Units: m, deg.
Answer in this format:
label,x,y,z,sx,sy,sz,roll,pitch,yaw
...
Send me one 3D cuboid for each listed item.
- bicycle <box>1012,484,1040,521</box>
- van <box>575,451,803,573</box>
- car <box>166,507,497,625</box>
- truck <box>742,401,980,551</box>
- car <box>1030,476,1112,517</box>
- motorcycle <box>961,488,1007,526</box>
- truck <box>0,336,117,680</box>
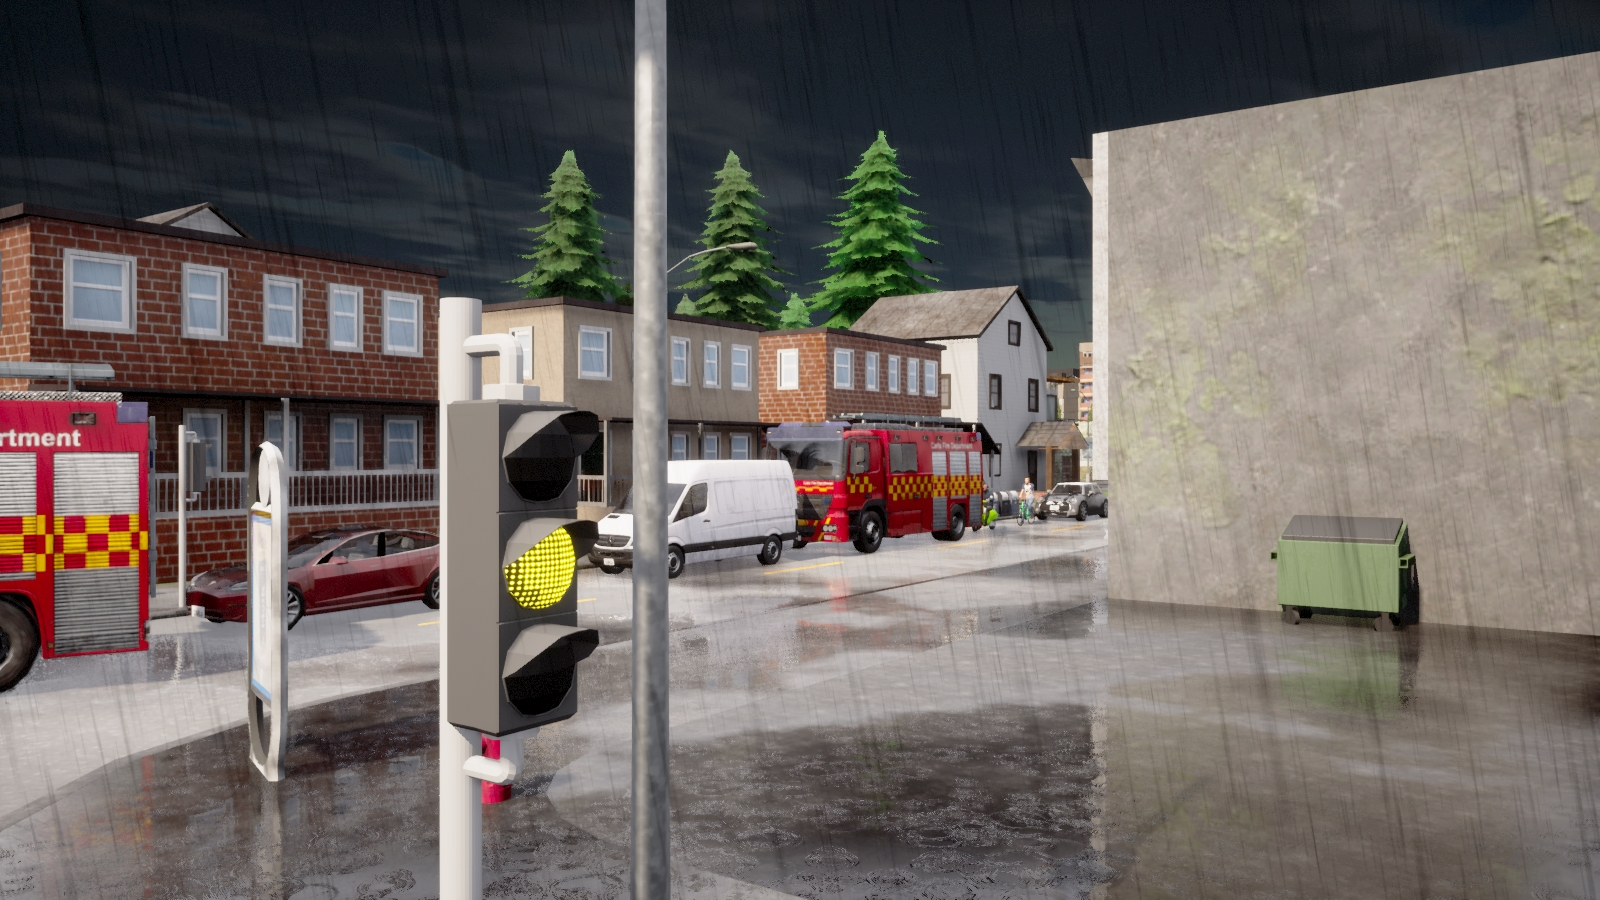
label,x,y,z,sx,sy,sz,roll,pitch,yaw
bicycle,8.406,1.931,42.476,0.373,1.296,1.643,0,0,35
van,-2.442,1.309,26.996,1.988,2.561,5.915,0,0,35
car,-7.762,1.838,19.412,2.163,1.488,4.792,0,0,35
truck,2.054,0.665,33.404,2.891,3.827,8.468,0,0,35
car,11.003,1.839,46.179,1.970,1.475,3.806,0,0,35
motorcycle,6.398,1.957,39.613,0.856,1.236,1.805,0,0,35
truck,-12.326,0.664,12.352,8.468,3.827,2.891,0,0,-31
